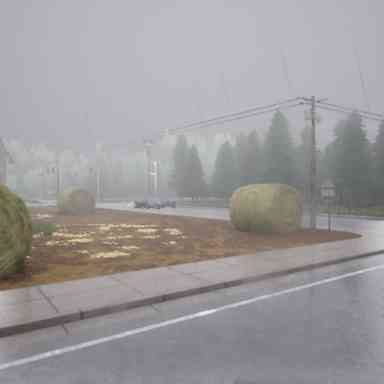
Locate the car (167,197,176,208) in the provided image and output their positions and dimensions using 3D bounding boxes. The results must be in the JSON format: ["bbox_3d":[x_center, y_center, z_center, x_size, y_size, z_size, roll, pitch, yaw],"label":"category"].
[{"bbox_3d":[-4.267,1.435,47.853,2.097,1.767,4.553,0,0,-38],"label":"car"}]

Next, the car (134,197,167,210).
[{"bbox_3d":[-5.834,1.428,44.048,2.097,1.767,4.553,0,0,-38],"label":"car"}]
